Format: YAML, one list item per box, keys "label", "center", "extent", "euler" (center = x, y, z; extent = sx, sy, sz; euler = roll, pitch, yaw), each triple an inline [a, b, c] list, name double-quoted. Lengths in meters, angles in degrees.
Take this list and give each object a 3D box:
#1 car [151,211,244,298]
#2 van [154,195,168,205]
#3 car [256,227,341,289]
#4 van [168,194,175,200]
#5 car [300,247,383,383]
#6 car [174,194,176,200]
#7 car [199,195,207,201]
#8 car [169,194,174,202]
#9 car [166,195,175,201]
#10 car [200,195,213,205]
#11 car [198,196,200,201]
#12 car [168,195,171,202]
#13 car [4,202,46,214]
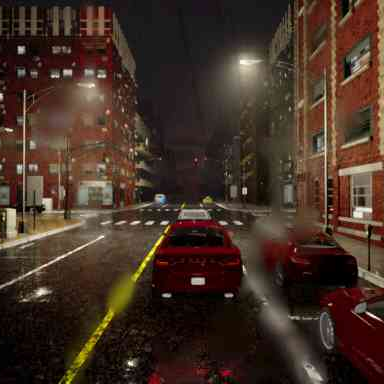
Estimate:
- label: "car"
  center: [0.105, 1.480, 8.549]
  extent: [1.882, 1.535, 5.008]
  euler: [0, 0, 0]
- label: "van"
  center: [-5.627, 1.359, 58.168]
  extent: [1.690, 1.788, 3.998]
  euler: [1, 0, 0]
- label: "car"
  center: [2.845, 1.584, 8.869]
  extent: [1.802, 1.307, 4.206]
  euler: [1, 0, 0]
- label: "van"
  center: [-5.599, 1.375, 92.082]
  extent: [1.690, 1.788, 3.998]
  euler: [1, 0, 0]
- label: "car"
  center: [2.670, 1.583, 3.213]
  extent: [1.802, 1.307, 4.206]
  euler: [1, 0, 0]
- label: "car"
  center: [-5.611, 1.553, 80.607]
  extent: [1.752, 1.417, 4.829]
  euler: [1, 0, 0]
- label: "car"
  center: [2.773, 1.597, 86.383]
  extent: [1.947, 1.339, 4.313]
  euler: [1, 0, 0]
- label: "car"
  center: [-5.617, 1.607, 75.125]
  extent: [1.802, 1.307, 4.206]
  euler: [1, 0, 0]
- label: "car"
  center: [-5.607, 1.582, 86.429]
  extent: [2.008, 1.369, 4.403]
  euler: [1, 0, 0]
- label: "car"
  center: [2.750, 1.543, 58.292]
  extent: [1.752, 1.417, 4.829]
  euler: [1, 0, 0]
- label: "car"
  center: [2.769, 1.572, 80.732]
  extent: [1.887, 1.381, 4.507]
  euler: [1, 0, 0]
- label: "car"
  center: [-5.626, 1.602, 63.820]
  extent: [1.802, 1.307, 4.206]
  euler: [1, 0, 0]
- label: "car"
  center: [-18.680, 1.730, 37.269]
  extent: [4.313, 1.339, 1.947]
  euler: [0, -1, 0]
